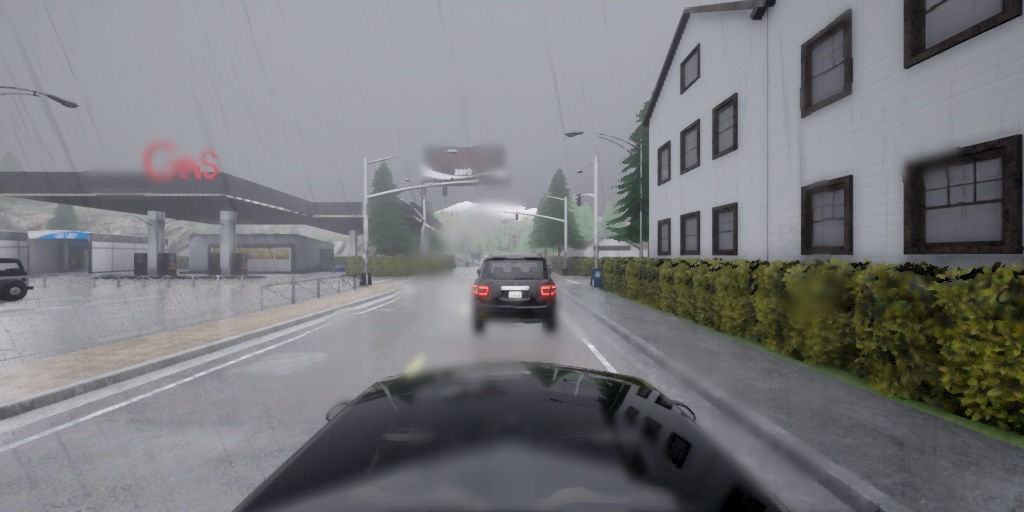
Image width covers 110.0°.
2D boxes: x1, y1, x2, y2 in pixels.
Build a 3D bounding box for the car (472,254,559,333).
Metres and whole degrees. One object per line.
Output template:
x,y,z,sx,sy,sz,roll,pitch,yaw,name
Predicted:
0.085,0.971,10.829,2.150,2.045,5.566,0,0,0,car
